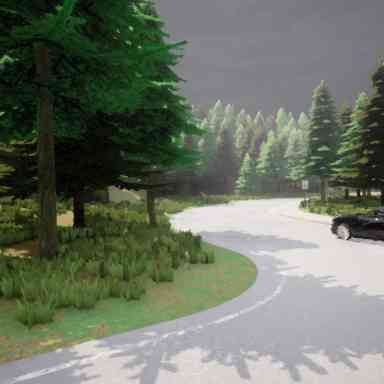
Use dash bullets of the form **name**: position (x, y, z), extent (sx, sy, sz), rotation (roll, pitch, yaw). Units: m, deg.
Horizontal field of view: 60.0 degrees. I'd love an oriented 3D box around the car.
- **car**: position (7.847, 1.224, 12.796), extent (1.882, 1.535, 5.008), rotation (-3, 2, -32)
